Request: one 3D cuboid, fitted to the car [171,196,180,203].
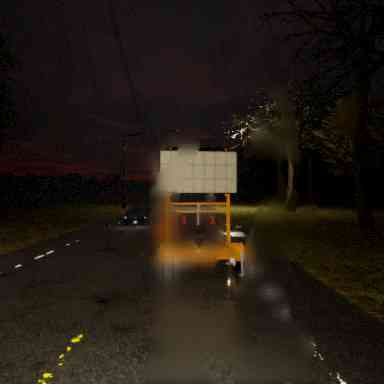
[{"bbox_3d":[-3.633,1.569,73.885,1.882,1.535,5.008,0,0,0],"label":"car"}]

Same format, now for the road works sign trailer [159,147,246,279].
[{"bbox_3d":[0.177,0.461,10.120,2.380,3.560,2.880,0,0,-8],"label":"road works sign trailer"}]

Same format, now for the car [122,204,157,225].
[{"bbox_3d":[-3.643,1.547,24.043,2.033,1.411,5.357,0,0,0],"label":"car"}]
